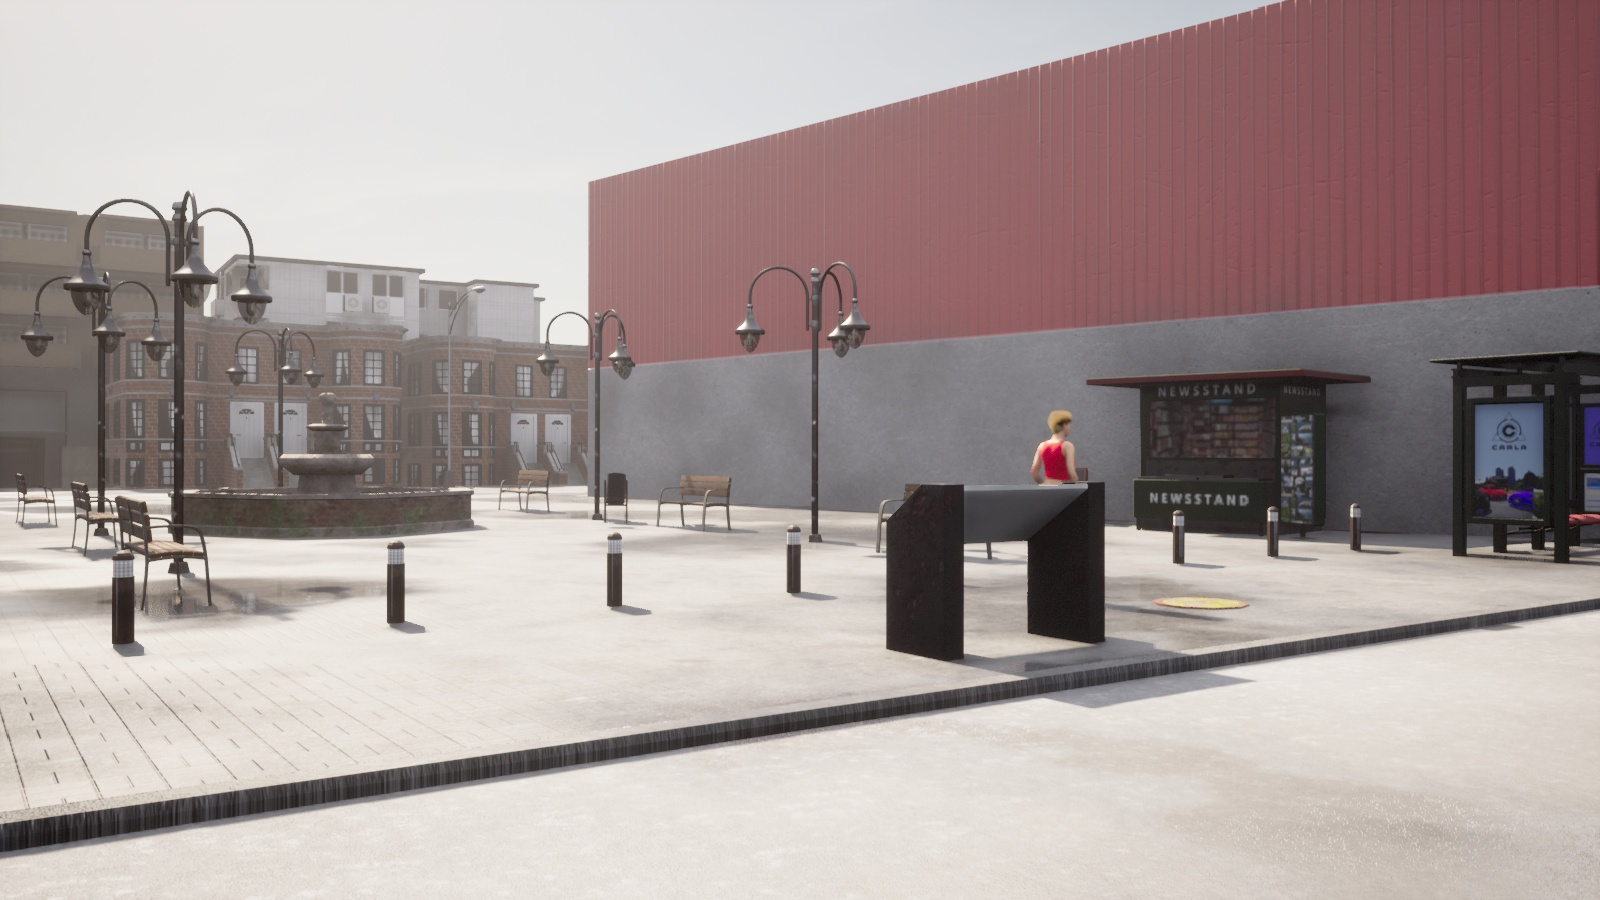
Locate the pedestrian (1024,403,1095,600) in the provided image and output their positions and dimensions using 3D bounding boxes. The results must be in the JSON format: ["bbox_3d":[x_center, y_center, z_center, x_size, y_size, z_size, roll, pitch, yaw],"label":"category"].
[{"bbox_3d":[2.474,0.478,11.965,0.594,1.836,0.345,0,0,-33],"label":"pedestrian"}]
